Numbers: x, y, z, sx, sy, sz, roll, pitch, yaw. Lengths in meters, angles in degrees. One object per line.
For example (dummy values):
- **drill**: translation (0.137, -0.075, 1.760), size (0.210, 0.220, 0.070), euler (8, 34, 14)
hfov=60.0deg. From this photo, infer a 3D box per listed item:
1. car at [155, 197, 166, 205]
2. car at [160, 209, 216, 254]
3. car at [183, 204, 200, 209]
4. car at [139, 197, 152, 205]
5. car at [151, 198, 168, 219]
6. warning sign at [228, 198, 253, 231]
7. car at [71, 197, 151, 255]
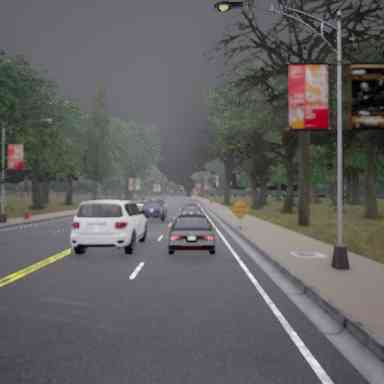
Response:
- **car**: translation (-6.761, 1.906, 71.829), size (2.033, 1.411, 5.357), euler (0, 0, 0)
- **car**: translation (-0.008, 1.661, 14.006), size (2.033, 1.411, 5.357), euler (0, 0, 0)
- **car**: translation (-0.042, 1.764, 29.012), size (2.033, 1.411, 5.357), euler (0, 0, 0)
- **car**: translation (-10.011, 1.891, 71.805), size (2.128, 1.511, 4.902), euler (0, 0, 0)
- **car**: translation (-3.290, 1.567, 29.088), size (2.097, 1.767, 4.553), euler (0, -1, 0)
- **warning sign**: translation (2.826, 1.269, 19.506), size (1.300, 1.860, 1.060), euler (0, -1, 0)
- **car**: translation (-3.258, 1.330, 14.031), size (2.150, 2.045, 5.566), euler (0, 0, 0)
